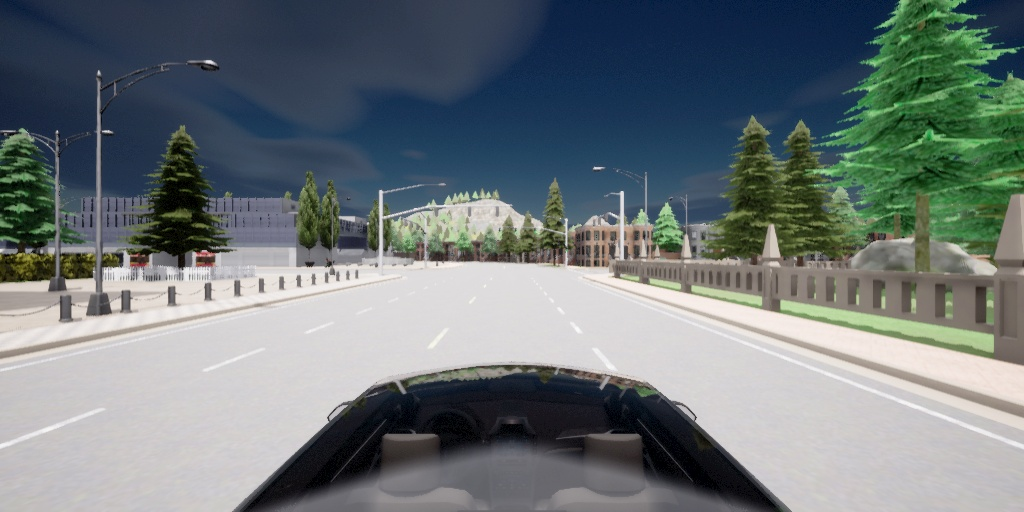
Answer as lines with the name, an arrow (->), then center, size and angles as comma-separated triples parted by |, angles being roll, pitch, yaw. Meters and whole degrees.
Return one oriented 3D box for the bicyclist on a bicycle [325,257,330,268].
bicyclist on a bicycle -> -27.391, 1.023, 53.238 | 0.582, 1.620, 1.656 | 0, 0, 0
